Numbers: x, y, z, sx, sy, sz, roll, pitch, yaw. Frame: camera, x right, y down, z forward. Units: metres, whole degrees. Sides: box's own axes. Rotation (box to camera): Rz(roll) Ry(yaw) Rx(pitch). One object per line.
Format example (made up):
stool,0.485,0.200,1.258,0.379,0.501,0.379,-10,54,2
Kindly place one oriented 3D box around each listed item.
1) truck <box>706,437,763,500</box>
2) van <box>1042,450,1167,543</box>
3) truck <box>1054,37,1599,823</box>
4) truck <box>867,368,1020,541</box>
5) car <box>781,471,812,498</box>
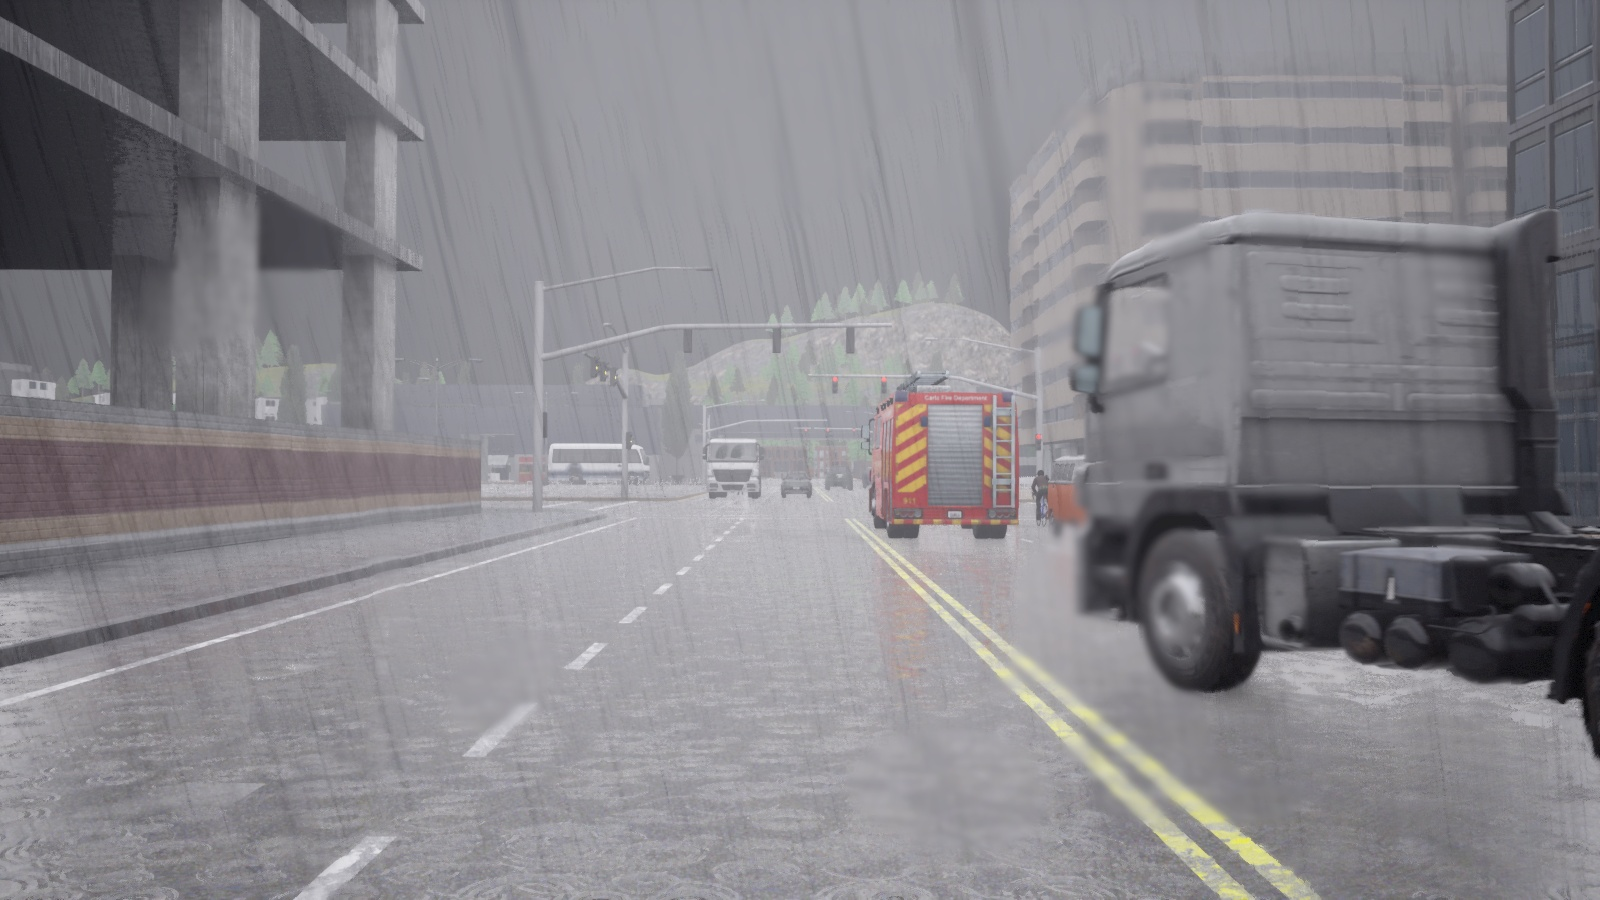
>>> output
truck,-3.691,1.064,72.659,2.891,3.462,7.936,0,-1,0
van,6.924,1.025,29.000,1.775,1.987,4.442,0,-1,0
truck,4.590,-0.066,7.119,2.891,3.462,7.936,0,-1,-15
truck,3.412,0.173,32.061,2.891,3.827,8.468,0,-1,0
car,-0.190,2.029,73.717,1.789,1.549,3.705,0,-1,0
